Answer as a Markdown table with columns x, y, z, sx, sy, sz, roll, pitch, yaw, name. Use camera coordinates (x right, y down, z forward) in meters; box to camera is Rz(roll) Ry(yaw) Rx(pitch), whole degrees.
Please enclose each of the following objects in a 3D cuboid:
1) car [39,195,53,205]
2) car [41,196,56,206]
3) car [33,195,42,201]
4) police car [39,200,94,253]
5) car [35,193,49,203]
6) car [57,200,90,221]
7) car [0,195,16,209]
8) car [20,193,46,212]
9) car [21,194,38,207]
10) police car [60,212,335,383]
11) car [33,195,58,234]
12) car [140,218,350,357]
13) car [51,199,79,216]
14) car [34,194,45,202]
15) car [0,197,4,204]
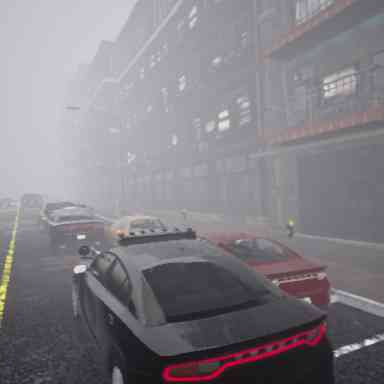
| x | y | z | sx | sy | sz | roll | pitch | yaw | name |
| --- | --- | --- | --- | --- | --- | --- | --- | --- | --- |
| -24.586 | 1.303 | 55.963 | 1.967 | 1.590 | 4.097 | 0 | 0 | -27 | car |
| -22.075 | 1.402 | 51.034 | 1.887 | 1.381 | 4.507 | 0 | 0 | -27 | car |
| -39.727 | 1.511 | 85.495 | 1.802 | 1.307 | 4.206 | 0 | 0 | -27 | car |
| -4.984 | 1.341 | 13.728 | 1.930 | 1.638 | 5.238 | -2 | 1 | -27 | police car |
| -29.658 | 1.193 | 65.793 | 2.192 | 1.841 | 5.009 | 0 | 0 | -27 | car |
| -9.488 | 1.400 | 26.411 | 1.887 | 1.381 | 4.507 | 0 | 0 | -27 | car |
| -25.257 | 1.509 | 45.538 | 1.837 | 1.490 | 4.892 | -2 | 1 | -27 | car |
| -18.170 | 1.145 | 37.725 | 2.150 | 2.045 | 5.566 | -2 | 1 | -27 | car |
| -24.565 | 1.282 | 50.220 | 2.097 | 1.767 | 4.553 | -2 | 1 | -27 | car |
| -0.530 | 1.359 | 4.771 | 1.930 | 1.638 | 5.238 | -2 | 1 | -27 | police car |
| -7.655 | 1.261 | 18.946 | 2.097 | 1.767 | 4.553 | -2 | 1 | -27 | car |
| 0.581 | 1.424 | 6.713 | 1.887 | 1.381 | 4.507 | 0 | 0 | -27 | car |
| -12.006 | 1.403 | 31.336 | 2.008 | 1.369 | 4.403 | 0 | 0 | -27 | car |
| -34.693 | 1.340 | 75.645 | 1.967 | 1.590 | 4.097 | 0 | 0 | -27 | car |
| -39.186 | 1.674 | 67.202 | 1.947 | 1.339 | 4.313 | 0 | 0 | -27 | car |
